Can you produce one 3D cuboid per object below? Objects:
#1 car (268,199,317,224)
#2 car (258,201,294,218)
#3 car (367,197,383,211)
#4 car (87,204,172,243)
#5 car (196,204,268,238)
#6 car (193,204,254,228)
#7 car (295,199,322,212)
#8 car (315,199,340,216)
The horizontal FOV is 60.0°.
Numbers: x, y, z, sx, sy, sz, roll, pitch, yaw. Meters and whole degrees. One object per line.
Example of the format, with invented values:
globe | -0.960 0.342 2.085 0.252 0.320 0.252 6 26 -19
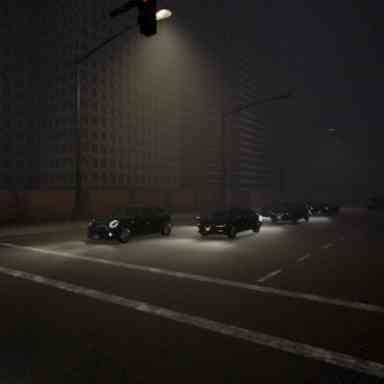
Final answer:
car | 7.700 1.566 25.920 2.128 1.511 4.902 -1 0 36
car | 8.292 1.667 32.672 1.994 1.385 4.181 -1 0 36
car | 22.627 1.394 40.149 2.097 1.767 4.553 -1 0 36
car | -3.083 1.457 17.020 2.097 1.767 4.553 -1 0 36
car | 2.183 1.580 18.336 1.837 1.490 4.892 -1 0 36
car | 2.475 1.652 24.692 2.033 1.411 5.357 -1 0 36
car | 14.430 1.607 41.051 1.837 1.490 4.892 -1 0 37
car | 13.638 1.674 34.059 1.895 1.301 4.718 -1 0 36
